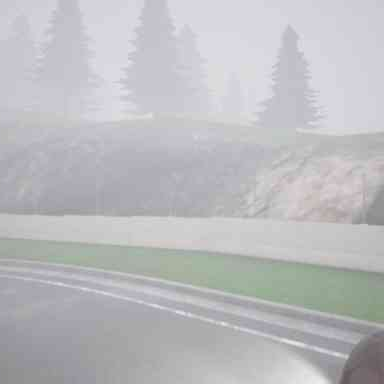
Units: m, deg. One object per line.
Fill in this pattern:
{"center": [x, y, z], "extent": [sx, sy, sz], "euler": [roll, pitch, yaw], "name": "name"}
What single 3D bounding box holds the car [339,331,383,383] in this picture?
{"center": [3.014, 1.567, 1.859], "extent": [4.181, 1.385, 1.994], "euler": [0, 0, 35], "name": "car"}
